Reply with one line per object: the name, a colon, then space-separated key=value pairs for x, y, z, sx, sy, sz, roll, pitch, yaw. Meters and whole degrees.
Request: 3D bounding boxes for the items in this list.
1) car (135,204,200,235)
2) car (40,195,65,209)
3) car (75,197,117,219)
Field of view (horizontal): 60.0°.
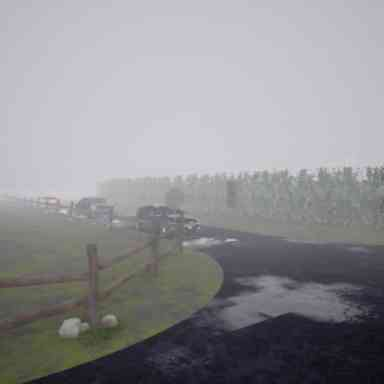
car: x=-1.456 y=1.444 z=18.038 sx=1.837 sy=1.490 sz=4.892 roll=2 pitch=0 yaw=-34
car: x=-16.278 y=1.172 z=38.679 sx=1.882 sy=1.535 sz=5.008 roll=2 pitch=0 yaw=-36
car: x=-7.804 y=1.183 z=26.911 sx=2.097 sy=1.767 sz=4.553 roll=2 pitch=0 yaw=-36
